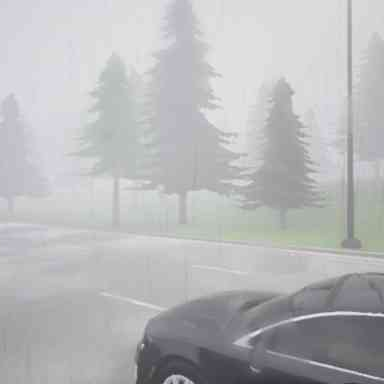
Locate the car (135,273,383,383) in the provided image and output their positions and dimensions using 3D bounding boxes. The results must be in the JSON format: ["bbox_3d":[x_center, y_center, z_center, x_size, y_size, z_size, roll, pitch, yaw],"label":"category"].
[{"bbox_3d":[1.642,1.506,2.822,4.892,1.490,1.837,0,0,36],"label":"car"}]
